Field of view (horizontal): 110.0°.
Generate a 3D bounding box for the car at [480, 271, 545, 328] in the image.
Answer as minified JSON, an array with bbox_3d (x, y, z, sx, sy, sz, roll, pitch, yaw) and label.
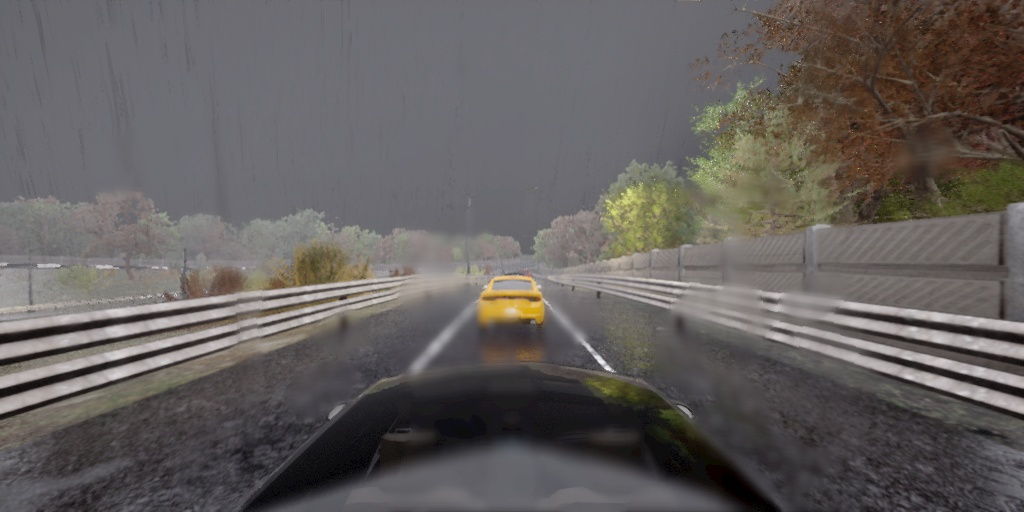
[{"bbox_3d":[0.021,1.411,12.105,1.882,1.535,5.008,0,-2,0],"label":"car"}]
